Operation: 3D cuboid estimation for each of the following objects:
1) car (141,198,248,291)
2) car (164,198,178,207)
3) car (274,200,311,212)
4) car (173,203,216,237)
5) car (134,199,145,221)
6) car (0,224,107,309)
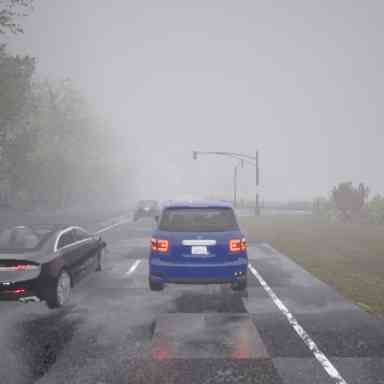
[{"bbox_3d":[0.114,1.224,9.138,2.150,2.045,5.566,0,0,-1],"label":"car"},{"bbox_3d":[-3.346,1.607,54.046,1.895,1.301,4.718,0,0,0],"label":"car"},{"bbox_3d":[13.061,1.751,41.781,5.357,1.411,2.033,1,-1,3],"label":"car"},{"bbox_3d":[0.122,1.496,19.001,2.128,1.511,4.902,0,0,0],"label":"car"},{"bbox_3d":[-3.373,1.357,27.091,2.097,1.767,4.553,0,0,0],"label":"car"},{"bbox_3d":[-3.392,1.493,7.855,2.128,1.511,4.902,0,0,0],"label":"car"}]
